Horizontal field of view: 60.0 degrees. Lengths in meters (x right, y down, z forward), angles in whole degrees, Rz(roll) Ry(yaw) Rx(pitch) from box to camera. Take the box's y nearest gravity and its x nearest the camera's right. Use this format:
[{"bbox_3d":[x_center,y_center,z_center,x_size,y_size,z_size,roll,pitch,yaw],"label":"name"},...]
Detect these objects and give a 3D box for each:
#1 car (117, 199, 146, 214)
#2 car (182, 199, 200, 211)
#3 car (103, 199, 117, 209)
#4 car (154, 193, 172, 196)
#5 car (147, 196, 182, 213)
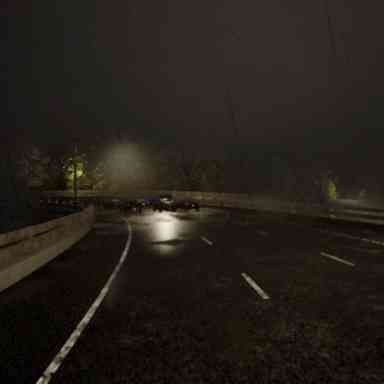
[{"bbox_3d":[-6.820,1.561,37.031,1.837,1.490,4.892,-1,0,-20],"label":"car"},{"bbox_3d":[-0.650,1.547,40.604,1.994,1.385,4.181,-1,0,-23],"label":"car"},{"bbox_3d":[-11.279,1.666,47.301,1.994,1.385,4.181,-1,0,-28],"label":"car"},{"bbox_3d":[-4.649,1.247,49.749,2.150,2.045,5.566,-1,0,-28],"label":"car"},{"bbox_3d":[-3.132,1.506,37.167,2.128,1.511,4.902,-1,0,-20],"label":"car"}]
